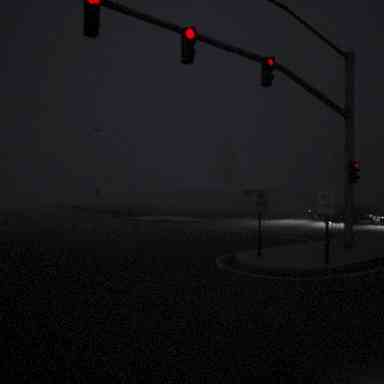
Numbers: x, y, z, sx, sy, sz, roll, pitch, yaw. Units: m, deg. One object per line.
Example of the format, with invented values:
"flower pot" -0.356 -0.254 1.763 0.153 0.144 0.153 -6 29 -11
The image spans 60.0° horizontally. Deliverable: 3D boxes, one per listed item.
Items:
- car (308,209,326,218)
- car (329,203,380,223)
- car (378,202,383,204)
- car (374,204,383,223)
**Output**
"car" 13.173 1.877 31.766 4.718 1.301 1.895 1 0 -35
"car" 13.585 1.821 27.781 4.181 1.385 1.994 1 0 -35
"car" 20.697 1.844 32.779 4.892 1.490 1.837 1 0 -35
"car" 16.600 1.815 25.630 5.357 1.411 2.033 1 0 -35
